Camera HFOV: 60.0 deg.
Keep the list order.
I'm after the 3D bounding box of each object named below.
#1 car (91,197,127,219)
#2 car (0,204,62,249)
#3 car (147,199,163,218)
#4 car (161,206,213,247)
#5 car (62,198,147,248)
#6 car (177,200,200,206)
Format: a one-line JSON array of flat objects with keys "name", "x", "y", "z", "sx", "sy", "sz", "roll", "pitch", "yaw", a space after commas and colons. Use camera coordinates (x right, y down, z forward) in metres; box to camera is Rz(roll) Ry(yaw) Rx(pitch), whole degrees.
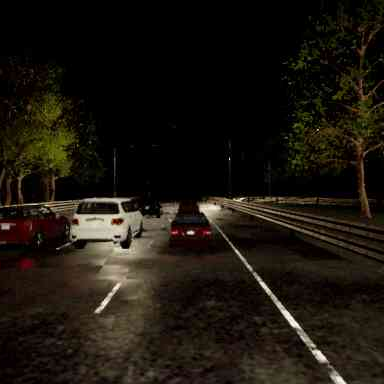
[{"name": "car", "x": -7.298, "y": 1.379, "z": 29.757, "sx": 2.097, "sy": 1.767, "sz": 4.553, "roll": 0, "pitch": 0, "yaw": -1}, {"name": "car", "x": -7.075, "y": 1.369, "z": 14.740, "sx": 2.097, "sy": 1.767, "sz": 4.553, "roll": 0, "pitch": 0, "yaw": -1}, {"name": "car", "x": -3.798, "y": 1.379, "z": 29.826, "sx": 2.097, "sy": 1.767, "sz": 4.553, "roll": 0, "pitch": 0, "yaw": -1}, {"name": "car", "x": -0.075, "y": 1.565, "z": 14.840, "sx": 2.033, "sy": 1.411, "sz": 5.357, "roll": 0, "pitch": 0, "yaw": -1}, {"name": "car", "x": -3.576, "y": 1.260, "z": 14.835, "sx": 2.150, "sy": 2.045, "sz": 5.566, "roll": 0, "pitch": 0, "yaw": -1}, {"name": "car", "x": -0.300, "y": 1.497, "z": 29.925, "sx": 1.882, "sy": 1.535, "sz": 5.008, "roll": 0, "pitch": 0, "yaw": -1}]
